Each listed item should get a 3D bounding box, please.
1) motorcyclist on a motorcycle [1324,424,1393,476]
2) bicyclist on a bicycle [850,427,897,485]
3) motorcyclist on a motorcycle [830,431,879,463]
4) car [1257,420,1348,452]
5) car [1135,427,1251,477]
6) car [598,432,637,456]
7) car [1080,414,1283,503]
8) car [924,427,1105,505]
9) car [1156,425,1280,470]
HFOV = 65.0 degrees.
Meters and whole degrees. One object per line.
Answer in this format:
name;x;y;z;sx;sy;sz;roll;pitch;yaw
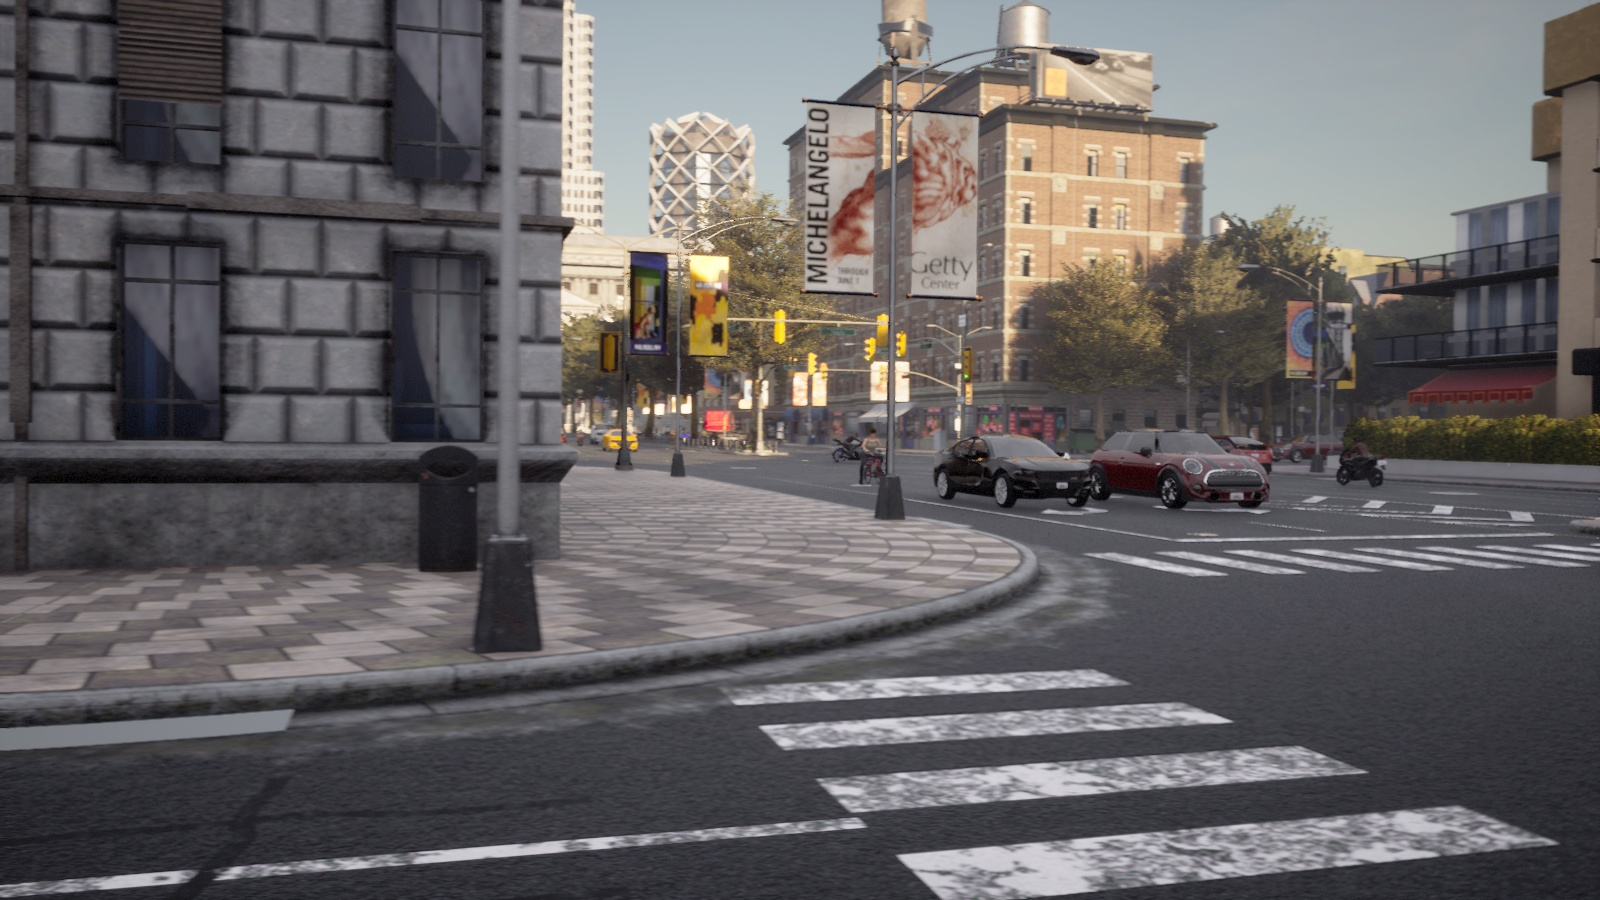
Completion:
motorcyclist on a motorcycle;17.030;-0.007;38.347;0.797;1.523;2.044;-1;1;-17
bicyclist on a bicycle;2.088;0.149;35.970;0.866;1.612;1.509;-1;1;-17
motorcyclist on a motorcycle;2.618;-0.146;60.778;2.191;1.530;0.866;-1;1;-17
car;29.021;-0.796;72.489;4.553;1.767;2.097;-1;1;-17
car;12.672;0.036;40.707;1.845;1.501;3.633;-1;1;-17
car;-12.247;-0.402;83.967;1.882;1.535;5.008;-1;1;-16
car;8.238;0.134;27.609;2.097;1.767;4.553;-1;1;-17
car;4.572;0.293;27.661;1.882;1.535;5.008;-1;1;-17
car;14.953;-0.126;45.172;2.007;1.525;4.514;-1;1;-17
